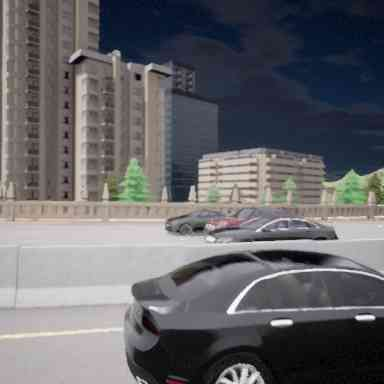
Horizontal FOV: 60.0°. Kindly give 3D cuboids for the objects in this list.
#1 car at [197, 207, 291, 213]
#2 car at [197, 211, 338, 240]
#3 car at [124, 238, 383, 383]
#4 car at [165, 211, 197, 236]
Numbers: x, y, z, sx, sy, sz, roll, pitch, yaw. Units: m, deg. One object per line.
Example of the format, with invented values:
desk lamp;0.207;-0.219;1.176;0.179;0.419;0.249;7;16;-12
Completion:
car;2.879;1.485;15.807;4.553;1.767;2.097;1;0;-17
car;2.927;1.602;12.163;4.902;1.511;2.128;1;0;-16
car;1.601;1.549;4.391;4.892;1.490;1.837;1;0;-14
car;0.609;1.681;18.782;4.181;1.385;1.994;1;0;-16
